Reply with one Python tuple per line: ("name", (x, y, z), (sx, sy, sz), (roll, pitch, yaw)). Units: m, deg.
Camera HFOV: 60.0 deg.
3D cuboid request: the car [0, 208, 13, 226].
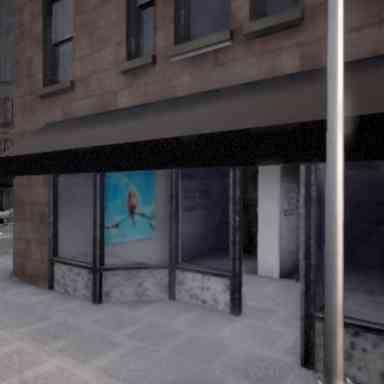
("car", (-11.501, 1.523, 22.962), (1.947, 1.339, 4.313), (0, 0, 35))
